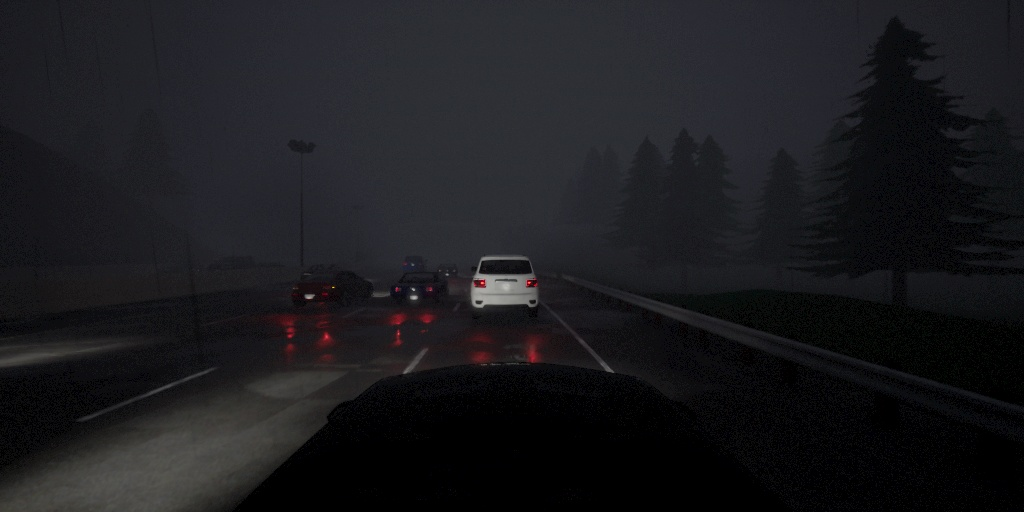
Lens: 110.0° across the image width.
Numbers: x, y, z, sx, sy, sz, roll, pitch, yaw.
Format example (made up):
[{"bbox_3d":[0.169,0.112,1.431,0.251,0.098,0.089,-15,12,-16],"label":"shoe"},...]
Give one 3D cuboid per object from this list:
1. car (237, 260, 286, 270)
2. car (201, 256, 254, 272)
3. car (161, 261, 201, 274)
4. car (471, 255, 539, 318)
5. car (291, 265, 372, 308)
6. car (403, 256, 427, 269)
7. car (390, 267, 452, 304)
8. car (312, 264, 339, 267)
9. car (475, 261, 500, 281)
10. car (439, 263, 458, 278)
[{"bbox_3d":[-24.274,1.345,35.463,2.033,1.411,5.357,0,0,-10],"label":"car"},{"bbox_3d":[-27.941,1.027,35.986,2.150,2.045,5.566,0,0,-11],"label":"car"},{"bbox_3d":[-35.693,1.310,39.072,2.128,1.511,4.902,0,0,-12],"label":"car"},{"bbox_3d":[-0.330,0.972,13.269,2.150,2.045,5.566,0,0,-3],"label":"car"},{"bbox_3d":[-7.477,1.290,15.258,1.812,1.442,4.674,0,0,-4],"label":"car"},{"bbox_3d":[-10.483,0.991,38.820,2.150,2.045,5.566,0,0,-11],"label":"car"},{"bbox_3d":[-4.045,1.358,16.460,1.895,1.301,4.718,0,0,-4],"label":"car"},{"bbox_3d":[-11.699,1.264,23.016,2.128,1.511,4.902,0,0,-6],"label":"car"},{"bbox_3d":[-2.196,1.258,31.480,1.837,1.490,4.892,0,0,-8],"label":"car"},{"bbox_3d":[-6.138,1.362,34.224,1.895,1.301,4.718,0,0,-9],"label":"car"}]
